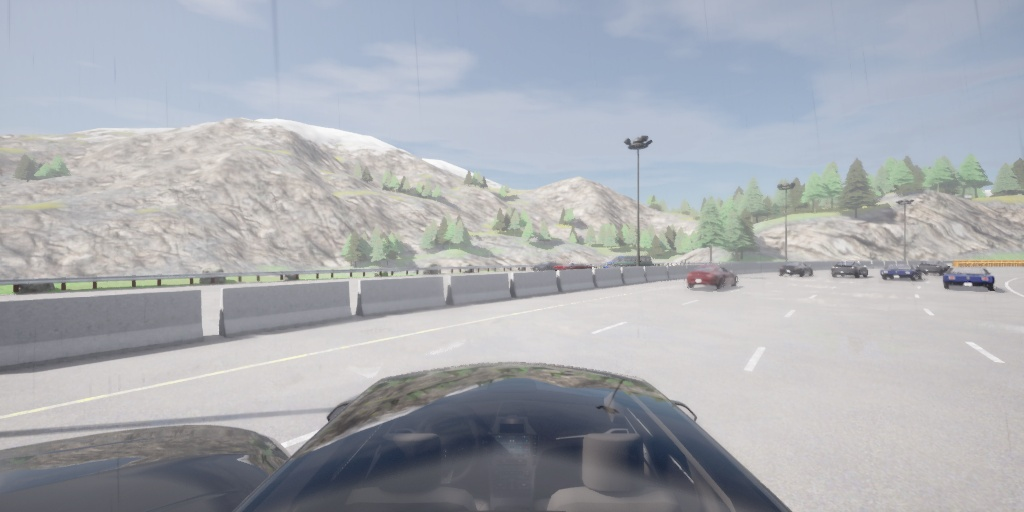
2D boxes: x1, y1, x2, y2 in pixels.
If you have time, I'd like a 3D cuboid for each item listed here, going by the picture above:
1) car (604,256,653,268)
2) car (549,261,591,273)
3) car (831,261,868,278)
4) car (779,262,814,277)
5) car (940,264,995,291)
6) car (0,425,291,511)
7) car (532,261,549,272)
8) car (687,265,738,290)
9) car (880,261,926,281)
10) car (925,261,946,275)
[{"bbox_3d":[12.208,0.973,36.432,5.566,2.045,2.150,0,0,-40],"label":"car"},{"bbox_3d":[6.851,1.351,41.057,4.718,1.301,1.895,0,0,-40],"label":"car"},{"bbox_3d":[31.374,1.241,33.297,4.902,1.511,2.128,0,0,-35],"label":"car"},{"bbox_3d":[27.752,1.276,34.994,4.674,1.442,1.812,1,0,-37],"label":"car"},{"bbox_3d":[28.252,1.351,22.239,4.718,1.301,1.895,0,0,-39],"label":"car"},{"bbox_3d":[-2.981,1.255,0.486,4.892,1.490,1.837,0,0,-45],"label":"car"},{"bbox_3d":[4.430,1.314,43.587,4.181,1.385,1.994,0,0,-40],"label":"car"},{"bbox_3d":[12.557,1.276,22.478,4.674,1.442,1.812,0,0,-43],"label":"car"},{"bbox_3d":[32.307,1.351,29.687,4.718,1.301,1.895,0,0,-35],"label":"car"},{"bbox_3d":[43.312,1.241,36.820,4.902,1.511,2.128,0,0,-31],"label":"car"}]
